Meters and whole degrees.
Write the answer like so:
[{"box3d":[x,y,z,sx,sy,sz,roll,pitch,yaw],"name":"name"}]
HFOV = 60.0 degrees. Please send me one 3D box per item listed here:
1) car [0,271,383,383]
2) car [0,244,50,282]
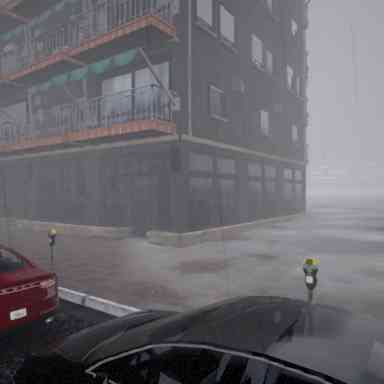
[{"box3d":[0.383,1.566,2.602,4.313,1.339,1.947,0,0,36],"name":"car"},{"box3d":[-4.205,1.545,5.876,4.507,1.381,1.887,0,0,36],"name":"car"}]
